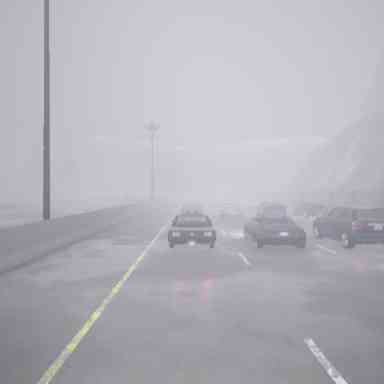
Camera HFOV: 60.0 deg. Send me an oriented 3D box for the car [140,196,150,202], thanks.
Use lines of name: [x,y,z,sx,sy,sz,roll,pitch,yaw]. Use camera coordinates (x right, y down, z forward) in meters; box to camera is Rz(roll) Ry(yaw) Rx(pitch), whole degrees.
car: [-10.500,1.494,74.728,2.033,1.411,5.357,0,0,0]

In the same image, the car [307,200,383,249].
car: [7.000,1.363,14.620,2.097,1.767,4.553,0,0,0]

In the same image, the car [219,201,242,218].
car: [3.500,1.530,29.650,1.812,1.442,4.674,0,0,0]

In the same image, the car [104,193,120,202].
car: [-17.500,1.179,74.698,2.150,2.045,5.566,0,0,0]

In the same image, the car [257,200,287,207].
car: [7.000,1.482,29.650,1.882,1.535,5.008,0,0,0]

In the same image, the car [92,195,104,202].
car: [-21.000,1.432,74.728,1.882,1.535,5.008,0,0,0]

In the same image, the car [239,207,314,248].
car: [3.500,1.570,14.650,1.994,1.385,4.181,0,0,0]

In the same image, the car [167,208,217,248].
car: [0.000,1.613,14.680,1.895,1.301,4.718,0,0,0]

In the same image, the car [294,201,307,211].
car: [10.500,1.514,29.650,1.837,1.490,4.892,0,0,0]

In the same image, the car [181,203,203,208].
car: [0.000,1.614,29.680,1.895,1.301,4.718,0,0,0]

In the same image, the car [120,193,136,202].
car: [-14.000,1.179,74.698,2.150,2.045,5.566,0,0,0]
